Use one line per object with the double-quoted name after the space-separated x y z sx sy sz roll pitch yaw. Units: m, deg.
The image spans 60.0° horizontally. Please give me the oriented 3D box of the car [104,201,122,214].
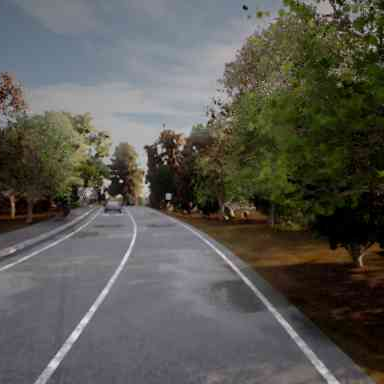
-9.255 1.750 39.056 1.812 1.442 4.674 1 0 -13 "car"
